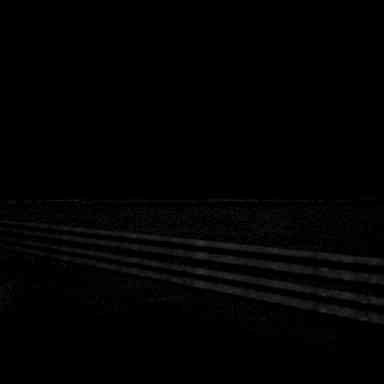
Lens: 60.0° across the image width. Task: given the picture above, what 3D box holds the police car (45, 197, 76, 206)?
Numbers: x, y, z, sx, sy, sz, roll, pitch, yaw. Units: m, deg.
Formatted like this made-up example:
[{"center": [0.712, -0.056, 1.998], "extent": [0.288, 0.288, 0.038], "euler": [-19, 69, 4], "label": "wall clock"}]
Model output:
[{"center": [-22.957, 1.662, 58.202], "extent": [5.238, 1.638, 1.930], "euler": [0, 0, 3], "label": "police car"}]
